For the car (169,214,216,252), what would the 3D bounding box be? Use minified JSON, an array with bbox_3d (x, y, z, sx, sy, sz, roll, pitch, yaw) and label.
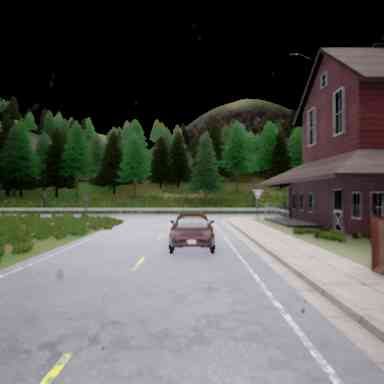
[{"bbox_3d":[0.008,1.660,14.376,1.812,1.442,4.674,0,0,0],"label":"car"}]
